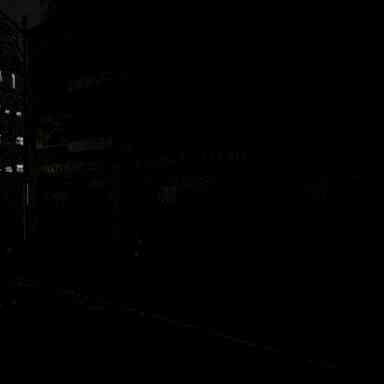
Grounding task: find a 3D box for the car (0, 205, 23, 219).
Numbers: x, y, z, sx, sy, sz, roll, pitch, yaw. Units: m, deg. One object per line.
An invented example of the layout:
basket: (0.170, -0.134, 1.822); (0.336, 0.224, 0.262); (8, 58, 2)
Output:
car: (-18.397, 1.927, 31.129); (1.895, 1.301, 4.718); (0, -1, 34)
